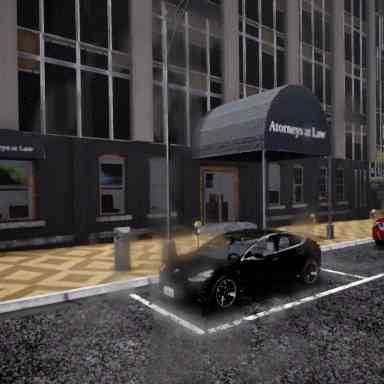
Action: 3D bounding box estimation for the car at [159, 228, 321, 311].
[{"bbox_3d":[1.291,1.565,7.777,4.313,1.339,1.947,0,-1,-37],"label":"car"}]

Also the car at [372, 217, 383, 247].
[{"bbox_3d":[9.572,1.312,13.971,5.009,1.841,2.192,0,-1,-37],"label":"car"}]
